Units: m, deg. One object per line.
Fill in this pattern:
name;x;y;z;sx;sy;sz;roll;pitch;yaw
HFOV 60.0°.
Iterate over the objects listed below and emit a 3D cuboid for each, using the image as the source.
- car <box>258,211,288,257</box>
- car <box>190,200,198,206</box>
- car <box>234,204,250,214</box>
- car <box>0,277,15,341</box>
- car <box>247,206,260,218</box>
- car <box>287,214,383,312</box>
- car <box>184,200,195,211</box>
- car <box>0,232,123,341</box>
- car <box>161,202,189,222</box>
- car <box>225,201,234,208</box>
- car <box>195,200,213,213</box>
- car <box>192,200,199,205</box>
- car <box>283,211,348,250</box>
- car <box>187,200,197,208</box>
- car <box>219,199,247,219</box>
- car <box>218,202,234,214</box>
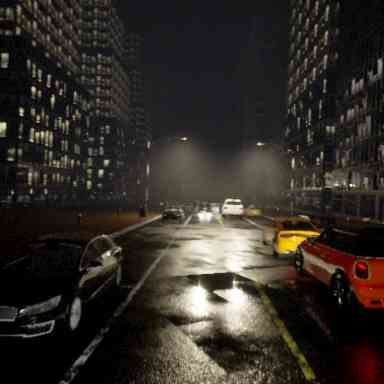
car;4.238;1.827;14.453;1.882;1.535;5.008;2;-1;5
car;0.509;2.643;79.624;1.802;1.307;4.206;1;-1;2
car;7.696;2.523;51.171;1.947;1.339;4.313;1;-1;2
car;-2.797;1.456;0.953;2.008;1.369;4.403;1;-1;2
car;7.232;2.319;40.104;1.752;1.417;4.829;1;-1;2
car;4.115;1.617;8.391;2.097;1.767;4.553;2;-1;2
car;-0.668;2.077;51.529;1.967;1.590;4.097;1;-1;2
car;-2.561;1.535;6.572;2.008;1.369;4.403;1;-1;2
car;-1.615;1.857;29.050;2.008;1.369;4.403;1;-1;2
car;8.884;2.909;79.437;1.752;1.417;4.829;1;-1;2
car;1.891;2.182;48.105;2.128;1.511;4.902;2;-1;2
car;0.983;2.785;90.863;2.008;1.369;4.403;1;-1;2
car;6.281;1.904;17.456;1.967;1.590;4.097;1;-1;2
car;0.038;2.435;68.386;1.887;1.381;4.507;1;-1;2
car;4.483;1.874;37.362;2.150;2.045;5.566;2;-1;3
car;4.908;2.290;48.469;1.882;1.535;5.008;2;-1;2
